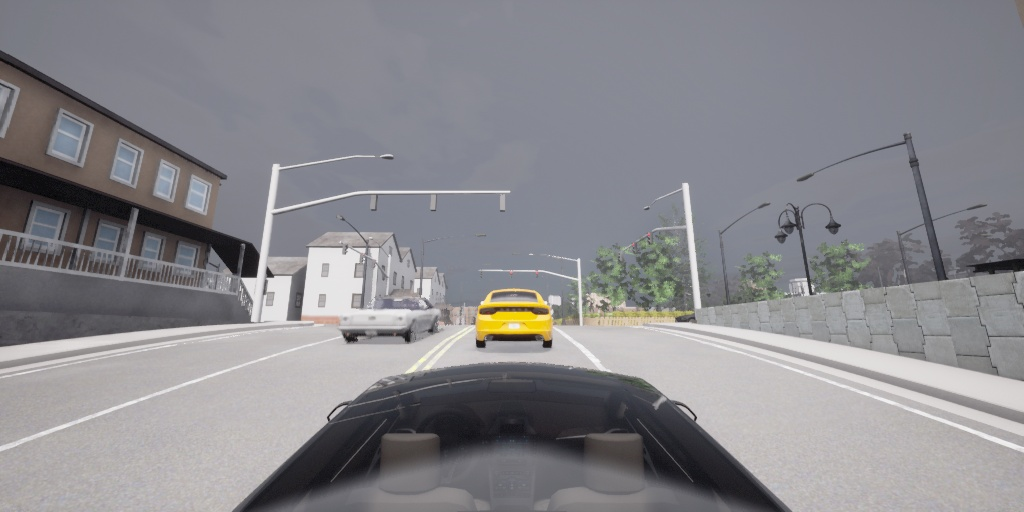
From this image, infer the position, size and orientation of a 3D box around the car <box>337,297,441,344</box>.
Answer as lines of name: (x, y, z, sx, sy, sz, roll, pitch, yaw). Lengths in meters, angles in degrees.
car: (-3.614, 1.954, 11.438, 1.895, 1.301, 4.718, 0, -7, 0)

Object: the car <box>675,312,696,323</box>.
car: (16.449, 5.257, 30.401, 5.008, 1.535, 1.882, 0, -12, 1)

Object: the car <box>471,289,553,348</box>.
car: (0.058, 1.722, 10.532, 1.882, 1.535, 5.008, 0, -7, 0)

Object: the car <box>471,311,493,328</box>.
car: (-3.136, 6.568, 36.767, 1.882, 1.535, 5.008, 2, -12, -10)
